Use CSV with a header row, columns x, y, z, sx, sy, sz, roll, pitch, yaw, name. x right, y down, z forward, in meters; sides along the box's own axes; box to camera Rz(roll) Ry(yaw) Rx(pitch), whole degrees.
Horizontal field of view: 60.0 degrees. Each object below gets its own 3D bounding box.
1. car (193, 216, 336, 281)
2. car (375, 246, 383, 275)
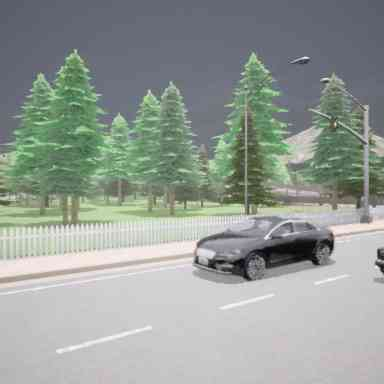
x,y,z,sx,sy,sz,roll,pitch,yaw,name
2.285,1.491,9.896,4.902,1.511,2.128,0,0,-35,car
6.867,1.601,8.853,4.718,1.301,1.895,0,0,-35,car
